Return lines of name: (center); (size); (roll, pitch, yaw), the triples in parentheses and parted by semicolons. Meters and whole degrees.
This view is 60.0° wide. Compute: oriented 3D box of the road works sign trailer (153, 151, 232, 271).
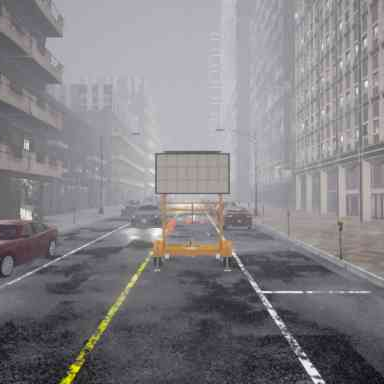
road works sign trailer: (0.015, 0.468, 10.849); (2.380, 3.560, 2.880); (0, 0, 0)

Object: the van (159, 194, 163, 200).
van: (-5.596, 1.351, 49.044); (1.690, 1.788, 3.998); (1, 0, 0)

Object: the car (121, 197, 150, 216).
car: (-5.624, 1.449, 32.402); (1.967, 1.590, 4.097); (1, 0, 0)

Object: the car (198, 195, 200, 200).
car: (2.814, 1.592, 71.300); (1.802, 1.307, 4.206); (1, 0, 0)

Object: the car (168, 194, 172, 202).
car: (-5.574, 1.561, 65.683); (2.008, 1.369, 4.403); (1, 0, 0)

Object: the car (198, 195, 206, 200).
car: (2.850, 1.574, 93.492); (1.947, 1.339, 4.313); (1, 0, 0)

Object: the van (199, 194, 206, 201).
van: (2.846, 1.350, 87.944); (1.690, 1.788, 3.998); (1, 0, 0)

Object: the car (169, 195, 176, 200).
car: (-5.497, 1.534, 93.246); (1.752, 1.417, 4.829); (1, 0, 0)

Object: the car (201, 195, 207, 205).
car: (2.780, 1.561, 49.108); (2.008, 1.369, 4.403); (1, 0, 0)

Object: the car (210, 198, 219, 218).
car: (2.747, 1.448, 26.916); (1.967, 1.590, 4.097); (1, 0, 0)

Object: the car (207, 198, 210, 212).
car: (2.754, 1.554, 32.464); (1.887, 1.381, 4.507); (1, 0, 0)

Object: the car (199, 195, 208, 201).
car: (2.835, 1.450, 82.396); (1.967, 1.590, 4.097); (1, 0, 0)

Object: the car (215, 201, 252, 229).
car: (2.737, 1.551, 21.368); (1.887, 1.381, 4.507); (1, 0, 0)

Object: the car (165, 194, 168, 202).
car: (-5.587, 1.325, 54.590); (2.192, 1.841, 5.009); (1, 0, 0)

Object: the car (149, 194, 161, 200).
car: (-5.606, 1.450, 43.497); (1.967, 1.590, 4.097); (1, 0, 0)

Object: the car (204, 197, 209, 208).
car: (2.763, 1.554, 38.013); (1.887, 1.381, 4.507); (1, 0, 0)

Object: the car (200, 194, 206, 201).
car: (2.798, 1.536, 60.374); (1.752, 1.417, 4.829); (1, 0, 0)

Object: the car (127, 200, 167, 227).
car: (-2.965, 1.532, 22.936); (1.812, 1.442, 4.674); (0, 0, 0)

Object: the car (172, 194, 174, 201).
car: (-5.563, 1.451, 71.230); (1.967, 1.590, 4.097); (1, 0, 0)

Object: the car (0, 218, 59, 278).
car: (-5.661, 1.548, 10.216); (1.887, 1.381, 4.507); (1, 0, 0)

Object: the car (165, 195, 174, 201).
car: (-5.558, 1.535, 82.153); (1.752, 1.417, 4.829); (1, 0, 0)

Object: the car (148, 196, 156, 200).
car: (-5.617, 1.554, 37.950); (1.887, 1.381, 4.507); (1, 0, 0)

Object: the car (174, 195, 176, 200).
car: (-5.555, 1.325, 76.777); (2.192, 1.841, 5.009); (1, 0, 0)
